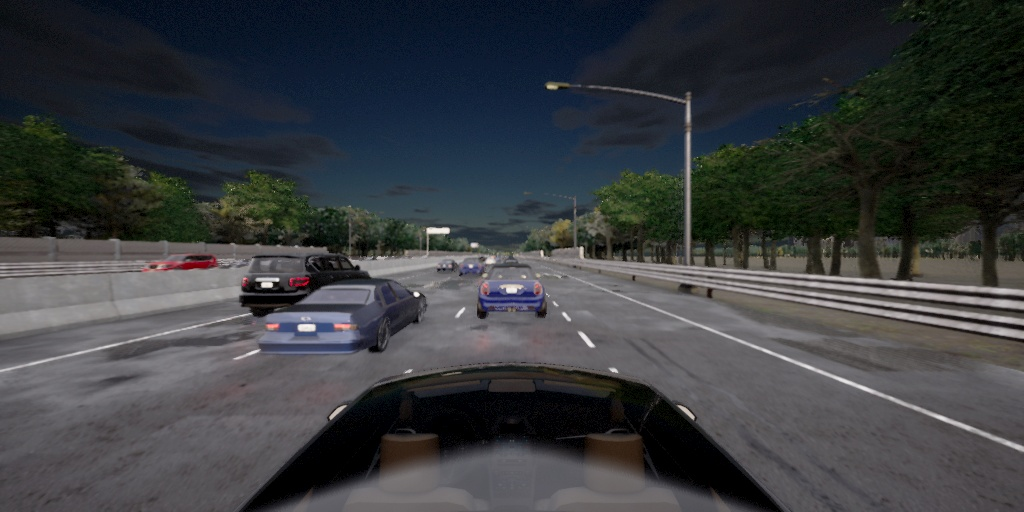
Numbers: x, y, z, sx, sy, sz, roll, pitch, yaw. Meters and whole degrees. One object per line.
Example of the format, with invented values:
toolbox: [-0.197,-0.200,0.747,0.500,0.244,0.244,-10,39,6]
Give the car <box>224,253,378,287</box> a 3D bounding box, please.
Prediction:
car: [-7.013,0.905,12.944,2.150,2.045,5.566,0,0,0]

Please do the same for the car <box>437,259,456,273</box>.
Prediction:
car: [-7.096,1.091,40.073,2.033,1.411,5.357,0,0,0]

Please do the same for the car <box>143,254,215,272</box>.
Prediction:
car: [-28.148,0.812,30.820,2.150,2.045,5.566,0,0,0]

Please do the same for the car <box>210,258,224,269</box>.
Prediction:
car: [-24.644,1.125,33.383,2.033,1.411,5.357,0,0,0]

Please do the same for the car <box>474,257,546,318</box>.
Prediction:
car: [-0.014,1.035,12.818,2.097,1.767,4.553,0,0,0]

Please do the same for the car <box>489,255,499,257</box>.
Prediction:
car: [-3.668,0.967,62.153,1.812,1.442,4.674,0,0,0]

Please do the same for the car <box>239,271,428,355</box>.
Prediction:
car: [-3.507,1.256,8.627,2.033,1.411,5.357,0,0,0]

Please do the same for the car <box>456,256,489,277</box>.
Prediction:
car: [-3.570,0.927,33.219,2.097,1.767,4.553,0,0,0]
